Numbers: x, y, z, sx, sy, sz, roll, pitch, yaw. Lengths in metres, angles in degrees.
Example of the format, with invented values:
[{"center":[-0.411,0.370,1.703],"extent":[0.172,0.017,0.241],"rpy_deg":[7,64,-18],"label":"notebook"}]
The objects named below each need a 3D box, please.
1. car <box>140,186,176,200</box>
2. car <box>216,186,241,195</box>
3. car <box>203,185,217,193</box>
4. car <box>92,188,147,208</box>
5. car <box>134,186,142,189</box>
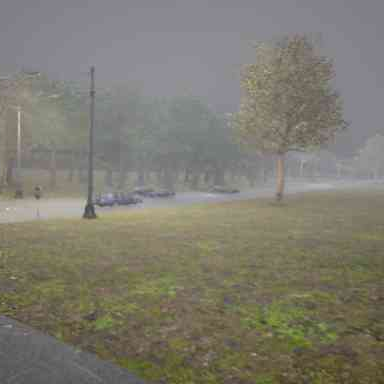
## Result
[{"center":[-4.265,0.272,43.498],"extent":[1.895,1.301,4.718],"rpy_deg":[4,4,36],"label":"car"},{"center":[6.709,-0.208,58.671],"extent":[1.895,1.301,4.718],"rpy_deg":[4,4,35],"label":"car"},{"center":[3.891,-0.520,60.715],"extent":[1.812,1.442,4.674],"rpy_deg":[4,4,35],"label":"car"},{"center":[-7.317,0.731,33.069],"extent":[2.033,1.411,5.357],"rpy_deg":[4,4,36],"label":"car"},{"center":[-7.115,-0.066,45.498],"extent":[1.882,1.535,5.008],"rpy_deg":[4,4,36],"label":"car"}]
